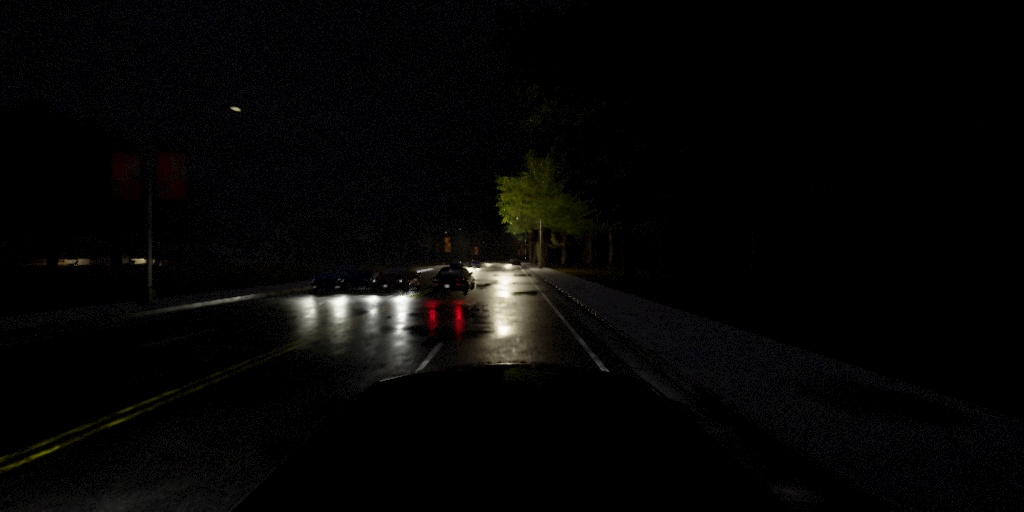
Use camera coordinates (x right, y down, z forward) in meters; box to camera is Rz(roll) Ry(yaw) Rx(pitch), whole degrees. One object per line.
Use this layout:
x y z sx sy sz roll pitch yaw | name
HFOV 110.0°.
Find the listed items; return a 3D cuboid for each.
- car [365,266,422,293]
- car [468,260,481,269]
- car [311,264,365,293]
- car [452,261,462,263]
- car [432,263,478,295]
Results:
-6.587 1.293 20.946 1.812 1.442 4.674 0 0 0 | car
-6.529 1.425 62.443 1.812 1.442 4.674 0 0 1 | car
-9.848 1.245 21.272 1.882 1.535 5.008 0 0 0 | car
-9.775 1.500 62.426 1.895 1.301 4.718 0 0 1 | car
-3.165 1.290 19.745 1.812 1.442 4.674 0 0 0 | car
